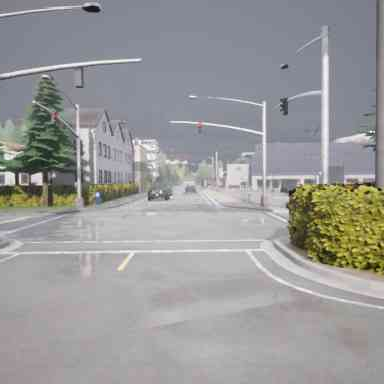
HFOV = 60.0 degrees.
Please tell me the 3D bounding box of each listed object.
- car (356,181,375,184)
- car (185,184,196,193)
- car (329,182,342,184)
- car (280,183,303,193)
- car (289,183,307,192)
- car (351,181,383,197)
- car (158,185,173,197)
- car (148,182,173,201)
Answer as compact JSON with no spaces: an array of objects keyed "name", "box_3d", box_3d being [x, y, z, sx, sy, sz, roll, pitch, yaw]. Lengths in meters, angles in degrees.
[{"name":"car","box_3d":[18.980,-0.180,34.253,1.905,1.878,3.866,-1,2,-1]},{"name":"car","box_3d":[-0.233,-0.596,58.710,2.128,1.511,4.902,-1,2,0]},{"name":"car","box_3d":[25.243,-1.043,59.531,2.152,1.636,5.027,-1,2,-1]},{"name":"car","box_3d":[15.213,-0.535,52.107,2.007,1.523,4.514,-1,2,-1]},{"name":"car","box_3d":[18.829,-0.883,59.171,1.970,1.475,3.806,-1,2,-1]},{"name":"car","box_3d":[22.216,-0.466,42.137,1.932,1.855,4.605,-1,2,-1]},{"name":"car","box_3d":[-3.785,-0.190,48.447,1.837,1.490,4.892,-1,2,0]},{"name":"car","box_3d":[-3.761,-0.122,38.286,2.150,2.045,5.566,-1,2,0]}]
